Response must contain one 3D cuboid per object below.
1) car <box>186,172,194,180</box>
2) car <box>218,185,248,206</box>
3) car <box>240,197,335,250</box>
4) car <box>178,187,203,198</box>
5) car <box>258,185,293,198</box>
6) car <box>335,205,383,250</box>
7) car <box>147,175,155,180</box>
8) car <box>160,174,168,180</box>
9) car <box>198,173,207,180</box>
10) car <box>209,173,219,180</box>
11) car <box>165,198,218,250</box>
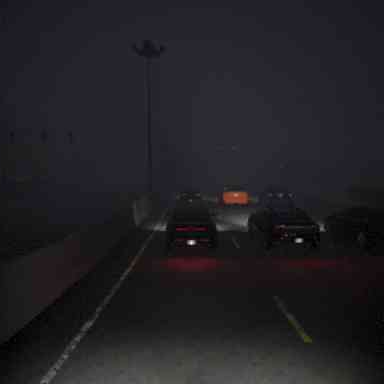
[{"bbox_3d":[-0.456,-4.079,91.011,2.033,1.411,5.357,0,4,0],"label":"car"},{"bbox_3d":[3.393,0.151,27.961,2.097,1.767,4.553,0,4,0],"label":"car"},{"bbox_3d":[3.475,1.250,13.236,2.128,1.511,4.902,0,3,0],"label":"car"},{"bbox_3d":[-0.107,0.278,28.163,2.128,1.511,4.902,0,4,0],"label":"car"},{"bbox_3d":[6.932,0.151,27.966,2.097,1.767,4.553,0,4,1],"label":"car"},{"bbox_3d":[6.974,1.262,13.273,1.837,1.490,4.892,0,3,0],"label":"car"},{"bbox_3d":[-10.949,-3.968,89.722,2.033,1.411,5.357,0,4,0],"label":"car"},{"bbox_3d":[-7.450,-4.031,89.737,1.882,1.535,5.008,0,4,0],"label":"car"},{"bbox_3d":[3.037,-4.200,92.275,1.837,1.490,4.892,0,4,0],"label":"car"},{"bbox_3d":[6.530,-4.420,93.502,2.097,1.767,4.553,0,4,0],"label":"car"},{"bbox_3d":[-0.026,1.265,13.245,1.837,1.490,4.892,0,3,0],"label":"car"}]
